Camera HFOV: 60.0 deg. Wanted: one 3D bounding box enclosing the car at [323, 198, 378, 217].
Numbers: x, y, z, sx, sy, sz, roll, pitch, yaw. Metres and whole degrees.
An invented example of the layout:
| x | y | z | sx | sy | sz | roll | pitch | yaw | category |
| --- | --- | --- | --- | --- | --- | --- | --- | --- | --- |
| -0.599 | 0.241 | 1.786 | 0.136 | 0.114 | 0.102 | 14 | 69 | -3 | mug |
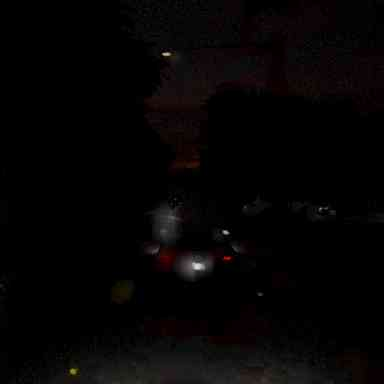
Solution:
| x | y | z | sx | sy | sz | roll | pitch | yaw | category |
| --- | --- | --- | --- | --- | --- | --- | --- | --- | --- |
| 13.037 | 1.263 | 27.893 | 4.674 | 1.442 | 1.812 | -1 | 1 | 2 | car |

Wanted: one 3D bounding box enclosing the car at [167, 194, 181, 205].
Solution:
| x | y | z | sx | sy | sz | roll | pitch | yaw | category |
| --- | --- | --- | --- | --- | --- | --- | --- | --- | --- |
| -3.109 | 1.146 | 50.489 | 2.097 | 1.767 | 4.553 | 0 | 0 | 0 | car |

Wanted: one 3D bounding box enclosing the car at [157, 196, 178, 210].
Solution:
| x | y | z | sx | sy | sz | roll | pitch | yaw | category |
| --- | --- | --- | --- | --- | --- | --- | --- | --- | --- |
| -3.107 | 1.447 | 40.504 | 1.895 | 1.301 | 4.718 | 1 | 0 | 0 | car |

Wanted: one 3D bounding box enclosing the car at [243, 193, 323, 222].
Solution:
| x | y | z | sx | sy | sz | roll | pitch | yaw | category |
| --- | --- | --- | --- | --- | --- | --- | --- | --- | --- |
| 6.621 | 1.110 | 25.173 | 5.566 | 2.045 | 2.150 | -1 | 0 | -13 | car |

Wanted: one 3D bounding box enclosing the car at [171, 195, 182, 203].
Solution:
| x | y | z | sx | sy | sz | roll | pitch | yaw | category |
| --- | --- | --- | --- | --- | --- | --- | --- | --- | --- |
| -3.040 | 1.292 | 64.437 | 1.895 | 1.301 | 4.718 | 0 | 0 | 0 | car |

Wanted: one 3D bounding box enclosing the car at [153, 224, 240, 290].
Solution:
| x | y | z | sx | sy | sz | roll | pitch | yaw | category |
| --- | --- | --- | --- | --- | --- | --- | --- | --- | --- |
| 0.094 | 1.544 | 9.060 | 1.994 | 1.385 | 4.181 | 0 | 0 | 0 | car |
